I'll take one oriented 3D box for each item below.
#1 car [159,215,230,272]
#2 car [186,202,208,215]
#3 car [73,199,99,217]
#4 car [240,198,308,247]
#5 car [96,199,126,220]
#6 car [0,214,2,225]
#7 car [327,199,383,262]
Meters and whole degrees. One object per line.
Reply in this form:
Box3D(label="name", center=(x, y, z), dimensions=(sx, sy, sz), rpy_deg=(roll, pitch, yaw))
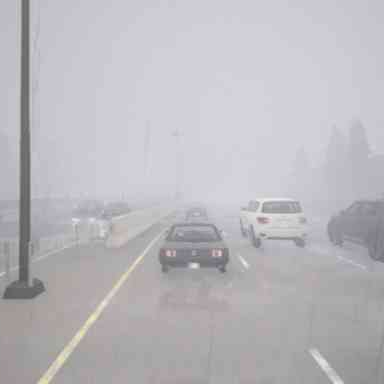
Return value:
Box3D(label="car", center=(0.059, 1.643, 10.899), dimensions=(1.895, 1.301, 4.718), rpy_deg=(0, 0, 0))
Box3D(label="car", center=(0.440, 1.640, 29.616), dimensions=(1.812, 1.442, 4.674), rpy_deg=(0, 0, 1))
Box3D(label="car", center=(-10.163, 1.487, 33.296), dimensions=(2.097, 1.767, 4.553), rpy_deg=(0, 0, 2))
Box3D(label="car", center=(3.608, 1.282, 15.561), dimensions=(2.150, 2.045, 5.566), rpy_deg=(0, 0, 1))
Box3D(label="car", center=(-6.750, 1.625, 30.013), dimensions=(1.837, 1.490, 4.892), rpy_deg=(0, 0, 2))
Box3D(label="car", center=(-13.984, 1.653, 21.024), dimensions=(1.994, 1.385, 4.181), rpy_deg=(0, 0, 1))
Box3D(label="car", center=(7.074, 1.268, 12.445), dimensions=(2.150, 2.045, 5.566), rpy_deg=(0, 0, 0))
